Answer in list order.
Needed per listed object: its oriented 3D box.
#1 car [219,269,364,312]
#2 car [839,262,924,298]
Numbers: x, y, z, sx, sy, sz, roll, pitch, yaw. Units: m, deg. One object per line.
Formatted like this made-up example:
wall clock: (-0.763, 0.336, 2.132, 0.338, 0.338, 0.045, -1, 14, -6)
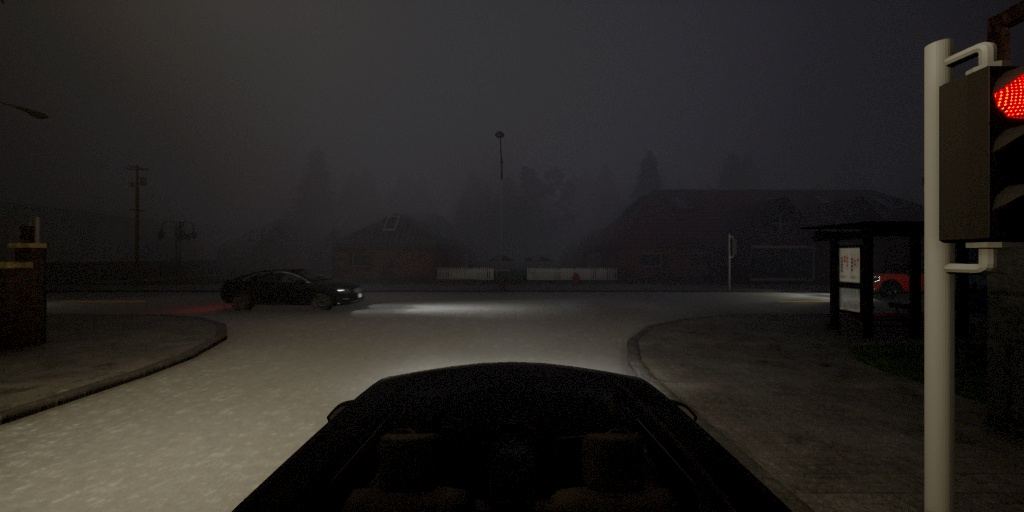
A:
car: (-8.264, 1.242, 13.676, 4.902, 1.511, 2.128, 0, 0, 0)
car: (19.209, 1.102, 17.880, 4.553, 1.767, 2.097, 0, 0, 0)
